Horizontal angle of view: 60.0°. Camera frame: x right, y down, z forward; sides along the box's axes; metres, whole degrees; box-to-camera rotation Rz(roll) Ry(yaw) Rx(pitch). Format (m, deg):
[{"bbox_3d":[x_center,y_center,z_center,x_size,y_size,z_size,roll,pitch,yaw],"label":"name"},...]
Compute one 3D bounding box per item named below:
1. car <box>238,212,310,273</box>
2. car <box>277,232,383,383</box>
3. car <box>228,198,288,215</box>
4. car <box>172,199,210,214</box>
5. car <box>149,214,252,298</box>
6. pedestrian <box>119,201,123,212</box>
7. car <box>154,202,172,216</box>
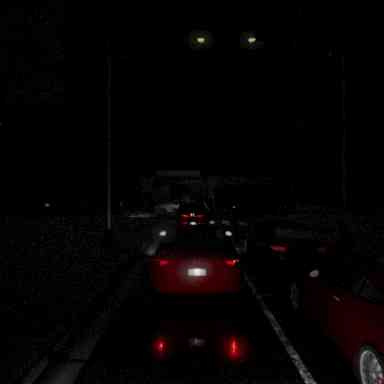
[{"bbox_3d":[2.654,1.495,10.003,1.802,1.307,4.206,1,0,0],"label":"car"},{"bbox_3d":[2.652,1.541,4.564,1.802,1.307,4.206,1,0,0],"label":"car"},{"bbox_3d":[5.207,1.234,26.149,4.674,1.442,1.812,-1,0,0],"label":"car"},{"bbox_3d":[-0.010,1.342,18.876,1.837,1.490,4.892,0,0,-1],"label":"car"},{"bbox_3d":[0.098,1.491,8.383,1.994,1.385,4.181,0,0,0],"label":"car"},{"bbox_3d":[-6.817,1.389,32.079,0.500,1.100,0.500,0,0,0],"label":"pedestrian"},{"bbox_3d":[-1.000,1.306,29.151,4.674,1.442,1.812,-1,-1,0],"label":"car"}]
